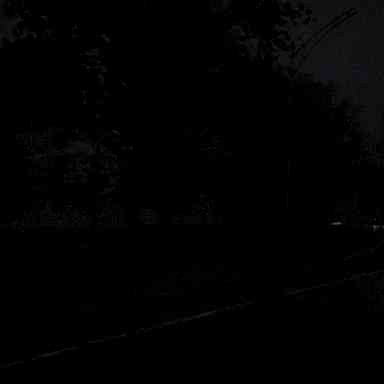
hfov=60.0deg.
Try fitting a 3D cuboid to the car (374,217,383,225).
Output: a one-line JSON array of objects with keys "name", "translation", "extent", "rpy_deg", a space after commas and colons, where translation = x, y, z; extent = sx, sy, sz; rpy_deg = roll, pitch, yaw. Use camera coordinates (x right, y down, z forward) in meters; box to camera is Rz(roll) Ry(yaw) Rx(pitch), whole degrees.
[{"name": "car", "translation": [24.757, 3.524, 41.328], "extent": [4.718, 1.301, 1.895], "rpy_deg": [4, -2, -29]}]
